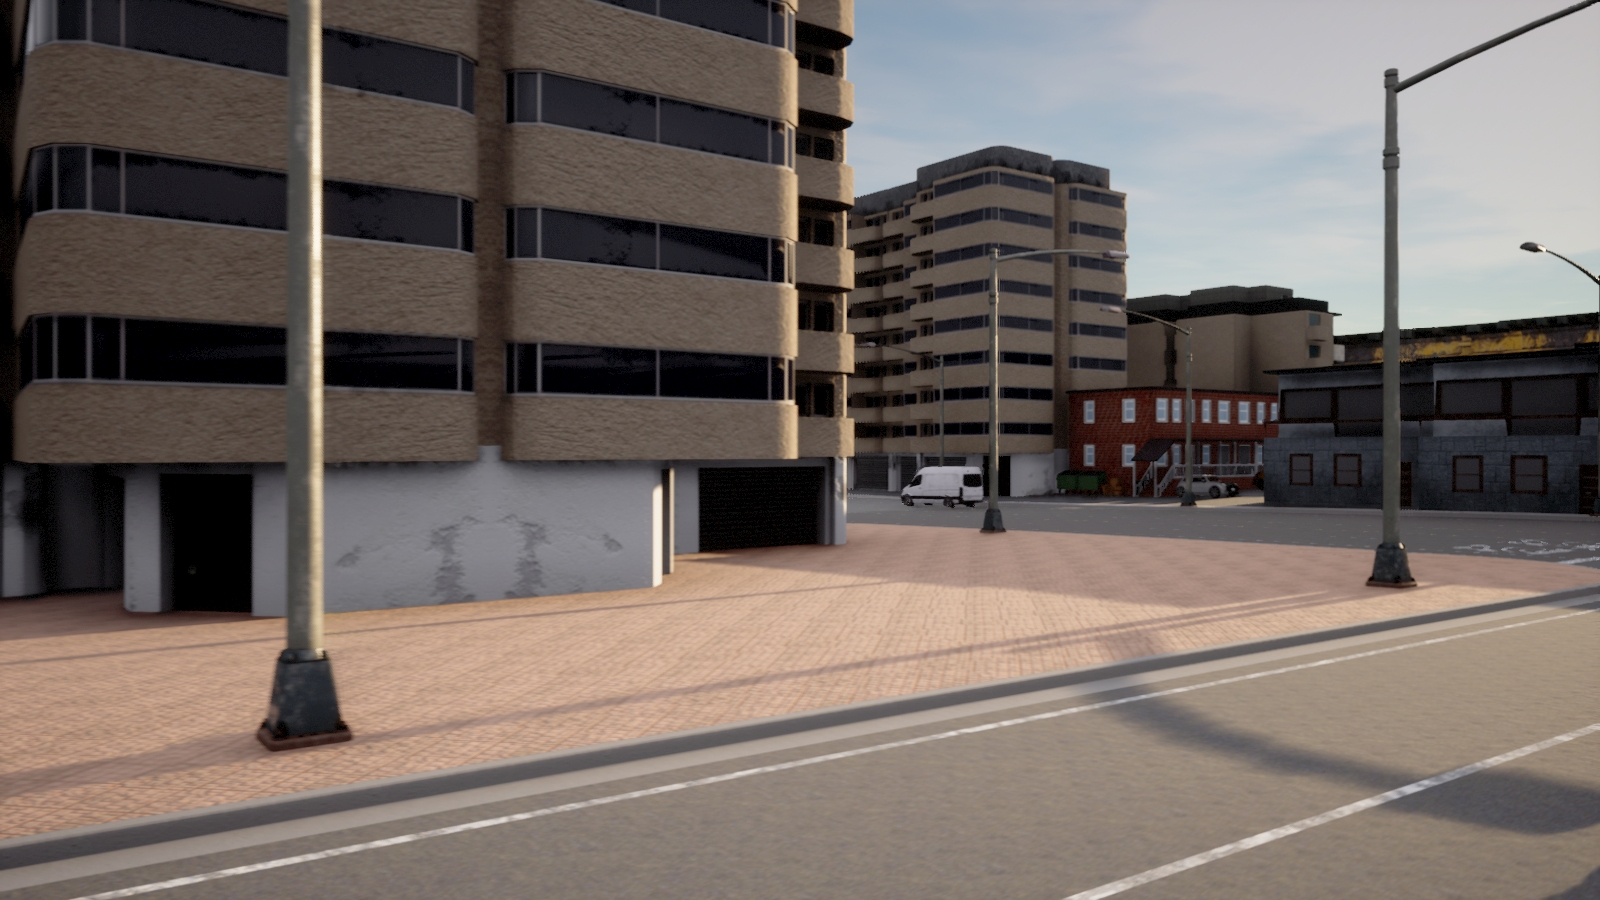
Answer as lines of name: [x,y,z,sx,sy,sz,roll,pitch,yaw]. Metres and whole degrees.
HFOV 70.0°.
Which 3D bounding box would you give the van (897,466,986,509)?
van: [8.850,2.332,72.077,1.988,2.561,5.915,0,-1,-36]
